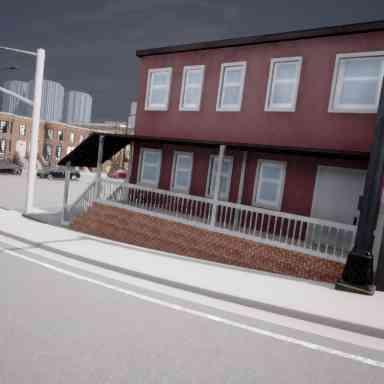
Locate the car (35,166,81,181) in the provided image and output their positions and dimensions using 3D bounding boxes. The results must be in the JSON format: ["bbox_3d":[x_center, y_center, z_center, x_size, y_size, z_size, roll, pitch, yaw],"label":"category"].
[{"bbox_3d":[-14.403,-2.038,35.867,1.837,1.490,4.892,10,6,35],"label":"car"}]

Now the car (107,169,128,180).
[{"bbox_3d":[-10.068,-2.529,47.791,1.812,1.442,4.674,10,6,36],"label":"car"}]

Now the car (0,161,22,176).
[{"bbox_3d":[-19.843,-2.502,34.256,1.994,1.385,4.181,10,6,35],"label":"car"}]
